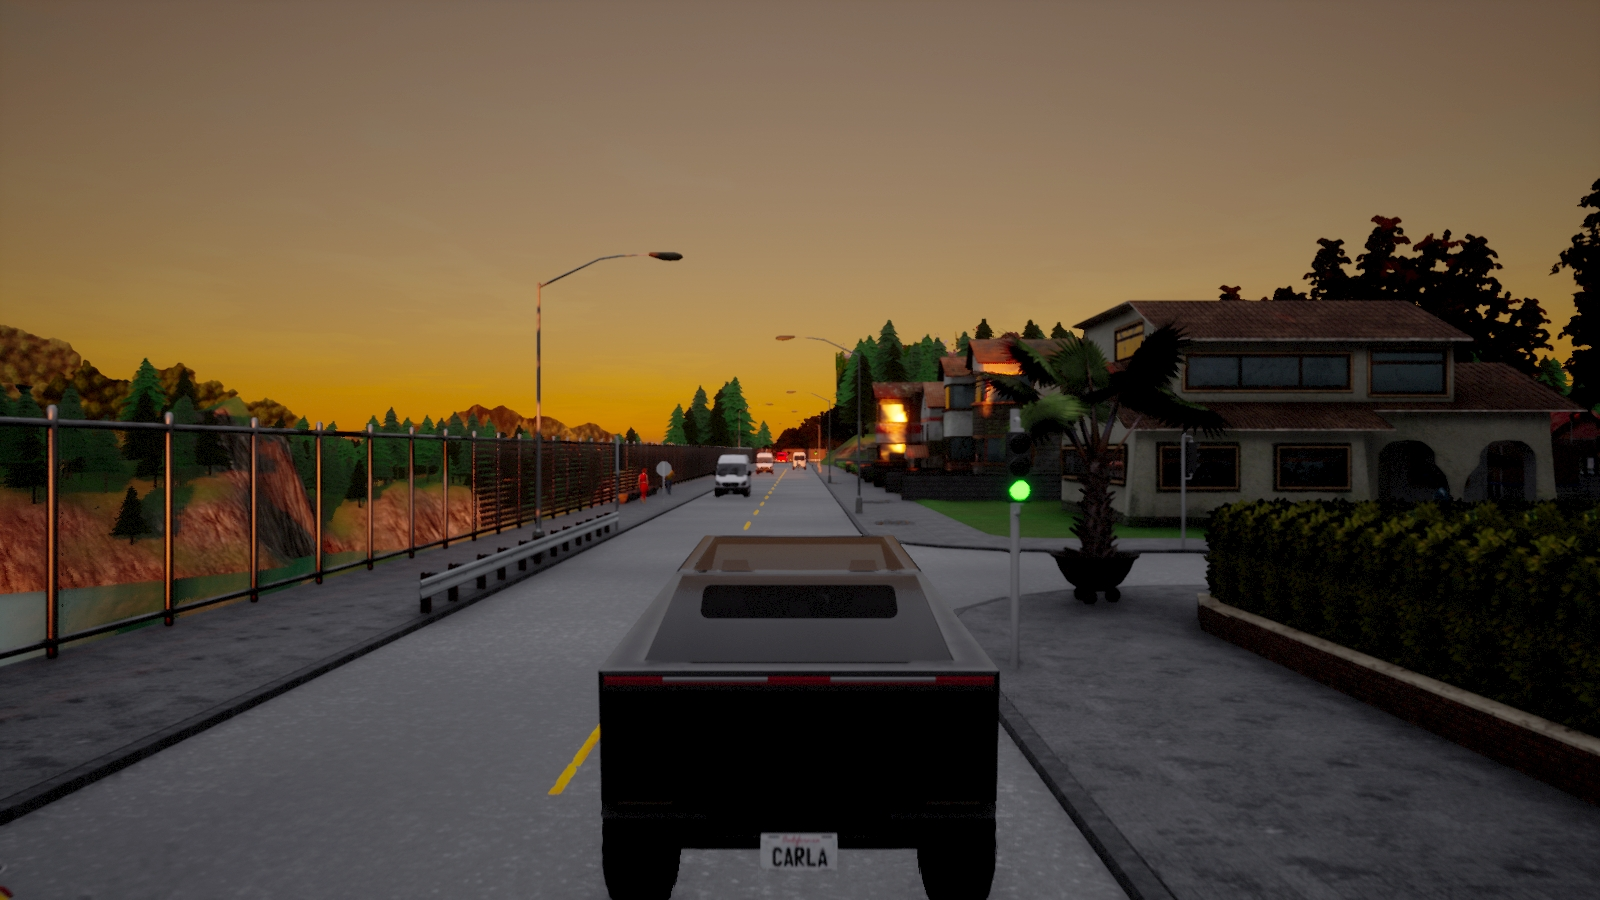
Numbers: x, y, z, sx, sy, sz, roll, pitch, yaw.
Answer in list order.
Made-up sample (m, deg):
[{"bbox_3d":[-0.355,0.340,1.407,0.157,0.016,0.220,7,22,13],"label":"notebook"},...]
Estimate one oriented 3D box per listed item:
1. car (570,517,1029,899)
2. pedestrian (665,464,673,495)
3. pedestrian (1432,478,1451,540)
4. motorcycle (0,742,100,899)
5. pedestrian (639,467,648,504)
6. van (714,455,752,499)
[{"bbox_3d":[-0.006,1.761,9.086,2.390,2.098,6.274,0,0,0],"label":"car"},{"bbox_3d":[-7.890,1.797,68.869,0.375,1.860,0.375,0,0,3],"label":"pedestrian"},{"bbox_3d":[19.362,1.772,34.501,0.375,1.860,0.375,0,0,0],"label":"pedestrian"},{"bbox_3d":[-4.004,2.146,4.930,0.856,1.316,1.805,0,0,0],"label":"motorcycle"},{"bbox_3d":[-7.916,1.787,57.756,0.375,1.860,0.375,0,0,2],"label":"pedestrian"},{"bbox_3d":[-4.036,1.585,69.461,1.988,2.561,5.915,0,0,0],"label":"van"}]
